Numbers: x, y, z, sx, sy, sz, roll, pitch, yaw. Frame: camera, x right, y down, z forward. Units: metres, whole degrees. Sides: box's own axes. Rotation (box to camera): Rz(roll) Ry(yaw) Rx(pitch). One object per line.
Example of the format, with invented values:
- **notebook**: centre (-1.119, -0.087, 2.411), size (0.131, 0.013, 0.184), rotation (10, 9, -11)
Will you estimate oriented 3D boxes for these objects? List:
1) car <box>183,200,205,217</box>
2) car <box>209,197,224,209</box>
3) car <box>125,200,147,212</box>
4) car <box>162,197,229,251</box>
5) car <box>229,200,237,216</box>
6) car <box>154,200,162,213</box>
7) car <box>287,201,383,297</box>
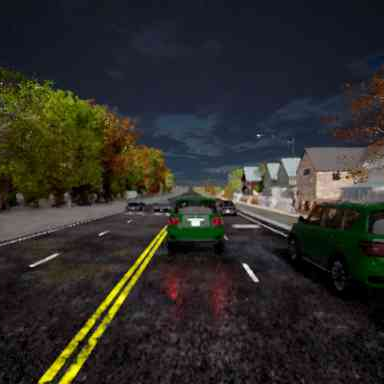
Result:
- **car**: centre (0.192, 1.581, 32.875), size (2.033, 1.411, 5.357), rotation (0, 0, 0)
- **car**: centre (3.384, 1.525, 47.006), size (1.882, 1.535, 5.008), rotation (0, 0, 1)
- **car**: centre (-6.488, 1.580, 38.859), size (1.994, 1.385, 4.181), rotation (0, 0, 0)
- **car**: centre (0.134, 1.238, 14.412), size (2.150, 2.045, 5.566), rotation (0, -1, 0)
- **car**: centre (3.397, 1.548, 33.655), size (1.837, 1.490, 4.892), rotation (0, 0, 1)
- **car**: centre (-3.247, 1.572, 38.303), size (2.033, 1.411, 5.357), rotation (0, 0, 0)
- **car**: centre (4.244, 1.249, 8.785), size (2.150, 2.045, 5.566), rotation (0, 0, 0)
